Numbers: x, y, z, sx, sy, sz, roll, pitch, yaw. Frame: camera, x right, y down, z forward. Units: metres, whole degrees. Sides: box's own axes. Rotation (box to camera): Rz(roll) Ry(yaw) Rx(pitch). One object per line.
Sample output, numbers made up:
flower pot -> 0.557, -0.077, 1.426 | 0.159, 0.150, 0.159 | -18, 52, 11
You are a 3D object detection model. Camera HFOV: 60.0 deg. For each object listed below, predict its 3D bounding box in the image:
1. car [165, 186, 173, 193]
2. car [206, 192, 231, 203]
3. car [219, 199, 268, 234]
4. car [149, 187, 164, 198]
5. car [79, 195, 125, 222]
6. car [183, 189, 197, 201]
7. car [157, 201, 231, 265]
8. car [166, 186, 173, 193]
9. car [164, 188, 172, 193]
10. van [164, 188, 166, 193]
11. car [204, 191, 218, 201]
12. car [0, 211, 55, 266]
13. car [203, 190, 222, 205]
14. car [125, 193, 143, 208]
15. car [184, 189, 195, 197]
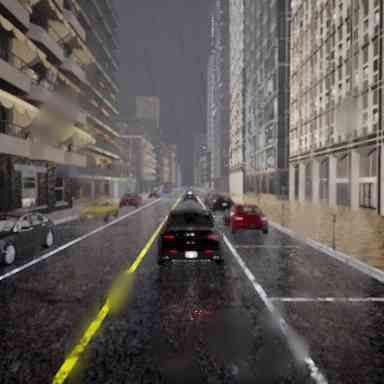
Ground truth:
car -> -6.518, -0.791, 95.094 | 2.192, 1.841, 5.009 | 0, 1, 0
car -> 2.454, 0.946, 27.407 | 1.947, 1.339, 4.313 | 0, 1, -1
car -> 2.552, 1.214, 16.114 | 1.802, 1.307, 4.206 | 0, 1, 0
car -> -6.173, 0.322, 55.570 | 1.947, 1.339, 4.313 | 0, 1, -1
car -> -5.876, 1.035, 21.517 | 1.752, 1.417, 4.829 | 0, 1, 0
car -> -0.288, 0.538, 44.988 | 2.033, 1.411, 5.357 | 0, 1, 0
car -> -0.056, 1.258, 10.758 | 1.837, 1.490, 4.892 | 0, 1, -1
car -> -6.419, -0.282, 83.805 | 1.802, 1.307, 4.206 | 0, 1, -1
car -> -6.468, -0.403, 89.452 | 1.802, 1.307, 4.206 | 0, 1, 0
van -> -6.221, -0.028, 61.213 | 1.690, 1.788, 3.998 | 0, 1, 0
car -> 2.404, 0.836, 33.056 | 1.802, 1.307, 4.206 | 0, 1, 0
car -> -5.778, 1.310, 10.393 | 2.008, 1.369, 4.403 | 0, 1, 0
car -> 2.355, 0.570, 38.699 | 1.967, 1.590, 4.097 | 0, 1, 0
car -> -5.975, 0.800, 32.982 | 1.887, 1.381, 4.507 | 0, 1, -1
car -> -0.456, 0.135, 64.019 | 1.994, 1.385, 4.181 | 0, 1, 0
